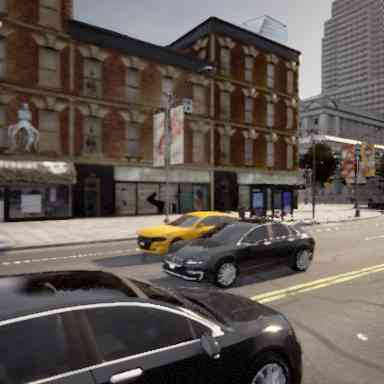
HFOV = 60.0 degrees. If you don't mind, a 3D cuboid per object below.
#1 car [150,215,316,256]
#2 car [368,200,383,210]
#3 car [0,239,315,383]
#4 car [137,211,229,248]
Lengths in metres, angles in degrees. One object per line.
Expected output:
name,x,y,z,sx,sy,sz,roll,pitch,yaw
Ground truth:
car,1.500,1.536,9.369,4.892,1.490,1.837,0,0,-36
car,27.336,1.840,47.851,1.895,1.301,4.718,0,0,1
car,-1.005,1.509,3.030,4.892,1.490,1.837,0,0,-36
car,0.331,1.514,12.832,5.008,1.535,1.882,0,0,-36
